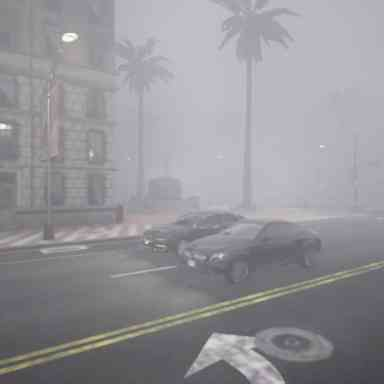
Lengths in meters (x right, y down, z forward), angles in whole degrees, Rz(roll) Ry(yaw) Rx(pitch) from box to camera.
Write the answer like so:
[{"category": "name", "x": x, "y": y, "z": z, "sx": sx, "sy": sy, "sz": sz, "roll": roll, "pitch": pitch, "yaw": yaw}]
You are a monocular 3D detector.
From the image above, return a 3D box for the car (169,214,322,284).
[{"category": "car", "x": 1.883, "y": 1.505, "z": 9.627, "sx": 4.674, "sy": 1.442, "sz": 1.812, "roll": 0, "pitch": 0, "yaw": -36}]

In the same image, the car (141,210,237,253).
[{"category": "car", "x": 0.414, "y": 1.483, "z": 12.875, "sx": 4.892, "sy": 1.490, "sz": 1.837, "roll": 0, "pitch": 0, "yaw": -35}]
